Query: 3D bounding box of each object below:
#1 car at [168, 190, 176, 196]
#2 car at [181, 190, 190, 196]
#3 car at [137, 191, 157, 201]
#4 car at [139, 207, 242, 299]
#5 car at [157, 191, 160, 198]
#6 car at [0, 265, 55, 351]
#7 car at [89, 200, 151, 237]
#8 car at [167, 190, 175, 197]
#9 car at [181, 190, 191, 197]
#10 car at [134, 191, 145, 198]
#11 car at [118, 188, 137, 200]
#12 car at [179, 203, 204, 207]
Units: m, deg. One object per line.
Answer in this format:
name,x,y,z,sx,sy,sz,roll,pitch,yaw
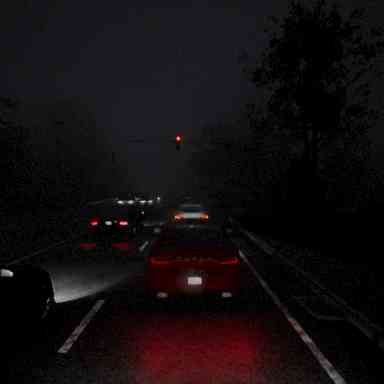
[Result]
car,-5.216,0.228,85.402,2.033,1.411,5.357,0,1,-4
car,-1.723,0.162,85.628,1.882,1.535,5.008,0,1,-4
car,-7.622,0.743,56.747,2.033,1.411,5.357,0,1,-1
car,0.034,1.378,8.328,1.882,1.535,5.008,0,1,0
car,-8.039,0.484,72.766,1.812,1.442,4.674,0,1,-2
car,-3.434,1.522,4.260,1.994,1.385,4.181,0,1,0
car,-3.531,1.328,16.497,2.033,1.411,5.357,0,1,0
car,-4.632,0.460,74.953,2.033,1.411,5.357,0,1,-3
car,-1.171,0.471,75.906,1.994,1.385,4.181,0,1,-3
car,-11.561,0.502,73.173,1.994,1.385,4.181,0,1,-2
car,-11.136,0.413,57.169,2.150,2.045,5.566,0,1,-1
car,-0.038,1.292,17.519,1.812,1.442,4.674,0,1,0
